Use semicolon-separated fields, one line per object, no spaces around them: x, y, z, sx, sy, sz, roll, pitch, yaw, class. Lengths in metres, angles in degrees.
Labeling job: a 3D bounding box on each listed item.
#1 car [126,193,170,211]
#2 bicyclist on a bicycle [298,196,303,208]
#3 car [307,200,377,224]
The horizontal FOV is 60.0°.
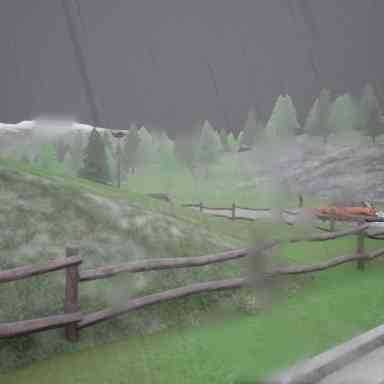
-5.516;1.215;41.342;5.566;2.045;2.150;-1;0;15;car
14.311;1.300;43.808;0.582;1.620;1.656;0;0;34;bicyclist on a bicycle
10.796;1.350;24.130;4.553;1.767;2.097;0;0;38;car
